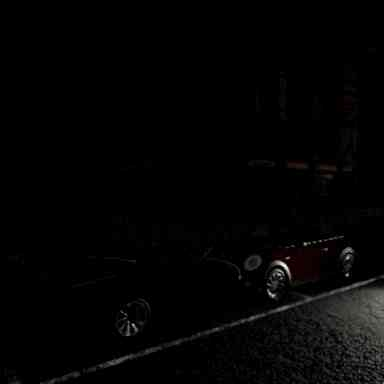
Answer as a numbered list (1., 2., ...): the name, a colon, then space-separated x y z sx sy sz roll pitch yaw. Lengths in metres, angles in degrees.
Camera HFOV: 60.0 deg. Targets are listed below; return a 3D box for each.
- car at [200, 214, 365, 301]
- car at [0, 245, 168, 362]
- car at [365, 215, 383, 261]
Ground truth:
1. car: 2.152 1.402 8.180 4.097 1.590 1.967 0 0 -35
2. car: -2.408 1.561 4.928 4.313 1.339 1.947 0 0 -35
3. car: 6.713 1.495 11.433 4.313 1.339 1.947 0 0 -35
